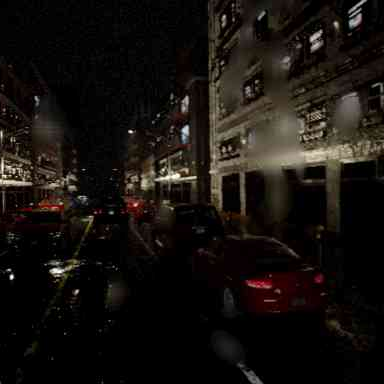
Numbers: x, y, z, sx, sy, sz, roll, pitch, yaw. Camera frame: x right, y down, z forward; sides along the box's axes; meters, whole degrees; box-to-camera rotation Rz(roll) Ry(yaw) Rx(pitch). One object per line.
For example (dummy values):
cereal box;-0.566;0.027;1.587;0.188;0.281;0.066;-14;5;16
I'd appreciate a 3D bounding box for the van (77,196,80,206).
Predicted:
van;-18.011;1.669;48.981;1.690;1.788;3.998;-2;0;-15

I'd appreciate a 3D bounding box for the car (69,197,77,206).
car;-16.529;1.827;43.351;1.752;1.417;4.829;-2;0;-15

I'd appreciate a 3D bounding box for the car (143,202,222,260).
car;-0.330;1.308;12.601;2.192;1.841;5.009;-2;0;-15

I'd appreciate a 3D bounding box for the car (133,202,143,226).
car;-3.194;1.624;23.561;1.802;1.307;4.206;-2;0;-15

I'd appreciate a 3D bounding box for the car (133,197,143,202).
car;-6.076;1.406;34.518;2.192;1.841;5.009;-2;0;-15

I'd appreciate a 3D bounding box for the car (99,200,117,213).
car;-10.286;1.737;40.875;1.994;1.385;4.181;-1;0;-15

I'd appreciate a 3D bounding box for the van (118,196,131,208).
van;-10.384;1.507;50.955;1.690;1.788;3.998;-2;0;-15

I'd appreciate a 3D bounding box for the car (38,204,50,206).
car;-10.839;1.749;21.649;1.887;1.381;4.507;-2;0;-15

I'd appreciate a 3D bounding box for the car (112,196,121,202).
car;-18.999;1.755;83.831;1.967;1.590;4.097;-2;0;-15

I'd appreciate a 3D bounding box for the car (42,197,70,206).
car;-13.713;1.568;32.581;2.192;1.841;5.009;-2;0;-15

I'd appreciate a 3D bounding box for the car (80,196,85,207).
car;-20.874;1.817;59.914;1.967;1.590;4.097;-2;0;-15

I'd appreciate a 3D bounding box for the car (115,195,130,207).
car;-11.821;1.506;56.434;2.192;1.841;5.009;-2;0;-15

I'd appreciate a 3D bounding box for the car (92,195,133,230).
car;-5.441;1.315;22.334;2.150;2.045;5.566;-1;1;-14

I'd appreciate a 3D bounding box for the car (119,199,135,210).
car;-8.940;1.723;45.477;1.802;1.307;4.206;-2;0;-15

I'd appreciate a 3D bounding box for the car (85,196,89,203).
car;-23.737;1.978;70.848;2.008;1.369;4.403;-2;0;-15

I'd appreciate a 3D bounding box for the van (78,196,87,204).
van;-25.177;1.793;76.314;1.690;1.788;3.998;-2;0;-15

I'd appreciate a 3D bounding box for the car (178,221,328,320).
car;1.115;1.551;7.123;1.802;1.307;4.206;-2;0;-15

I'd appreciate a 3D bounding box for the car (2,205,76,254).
car;-6.432;1.596;14.620;1.882;1.535;5.008;-1;0;-15

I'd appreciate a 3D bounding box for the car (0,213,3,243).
car;-9.406;1.724;16.183;1.887;1.381;4.507;-2;0;-15
